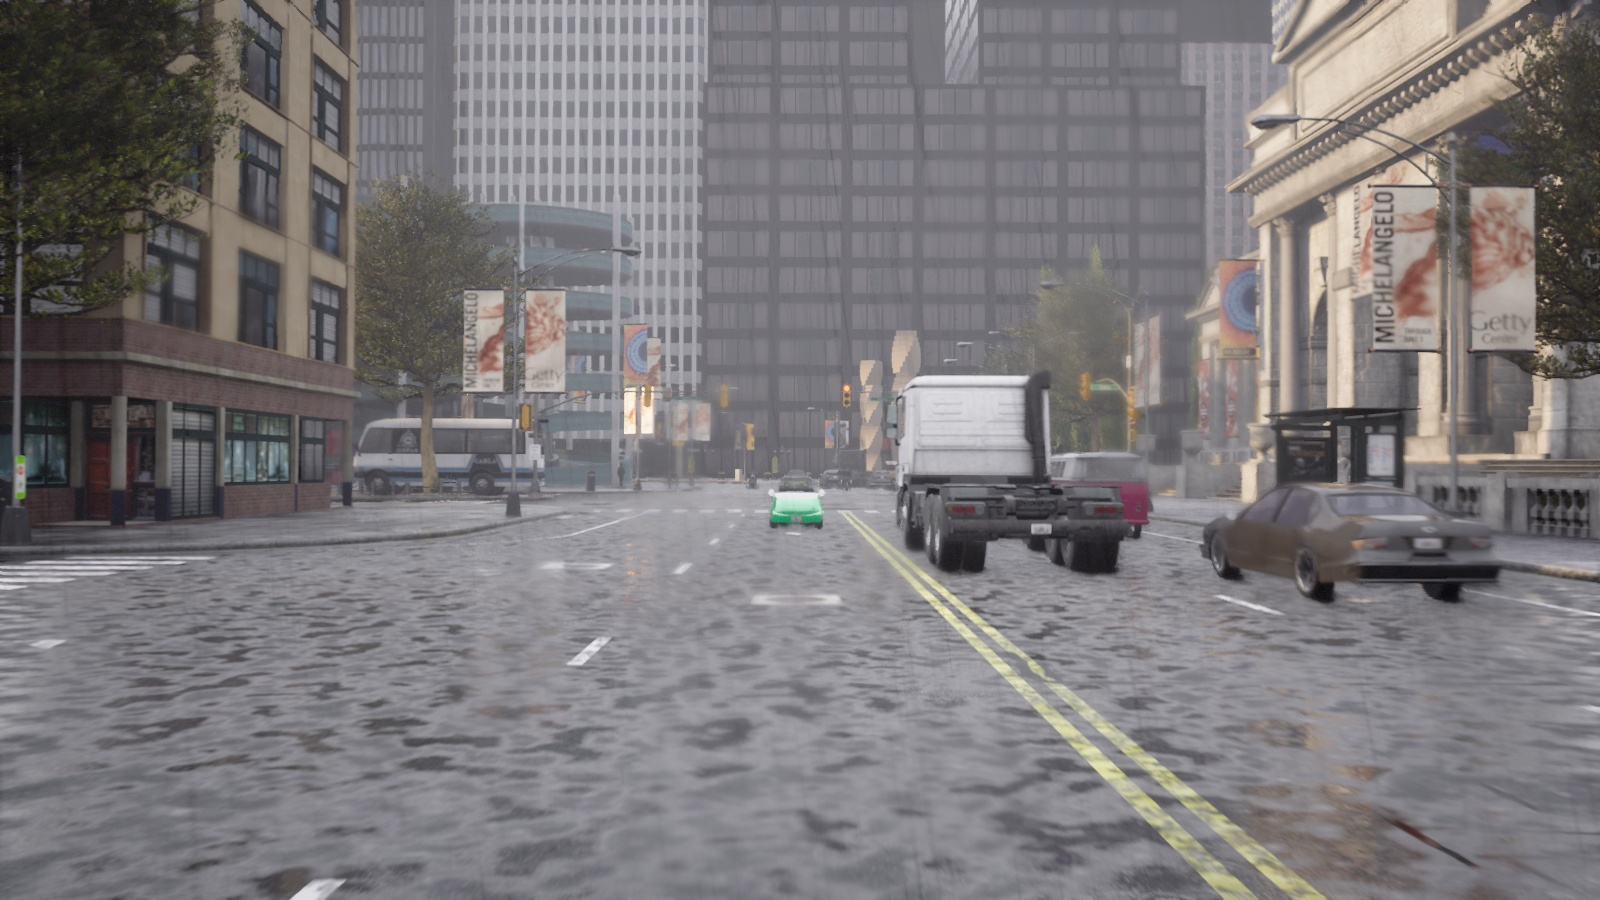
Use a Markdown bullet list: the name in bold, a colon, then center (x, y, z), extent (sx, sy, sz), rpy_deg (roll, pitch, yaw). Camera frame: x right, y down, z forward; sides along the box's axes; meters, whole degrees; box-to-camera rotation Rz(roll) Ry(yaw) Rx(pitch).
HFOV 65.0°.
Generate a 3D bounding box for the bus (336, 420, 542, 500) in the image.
- **bus**: center (-19.872, 0.551, 69.688), extent (10.273, 4.253, 3.944), rpy_deg (0, -1, 0)

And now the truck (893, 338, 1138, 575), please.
- **truck**: center (3.457, 0.150, 22.417), extent (2.891, 3.462, 7.936), rpy_deg (0, -1, -1)

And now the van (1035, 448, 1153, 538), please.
- **van**: center (6.927, 0.984, 30.044), extent (1.775, 1.987, 4.442), rpy_deg (0, -1, 0)

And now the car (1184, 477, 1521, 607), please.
- **car**: center (6.987, 1.080, 16.695), extent (2.033, 1.411, 5.357), rpy_deg (0, -1, -1)

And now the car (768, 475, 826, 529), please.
- **car**: center (-0.080, 1.364, 33.371), extent (1.481, 1.376, 2.207), rpy_deg (0, -1, 0)
